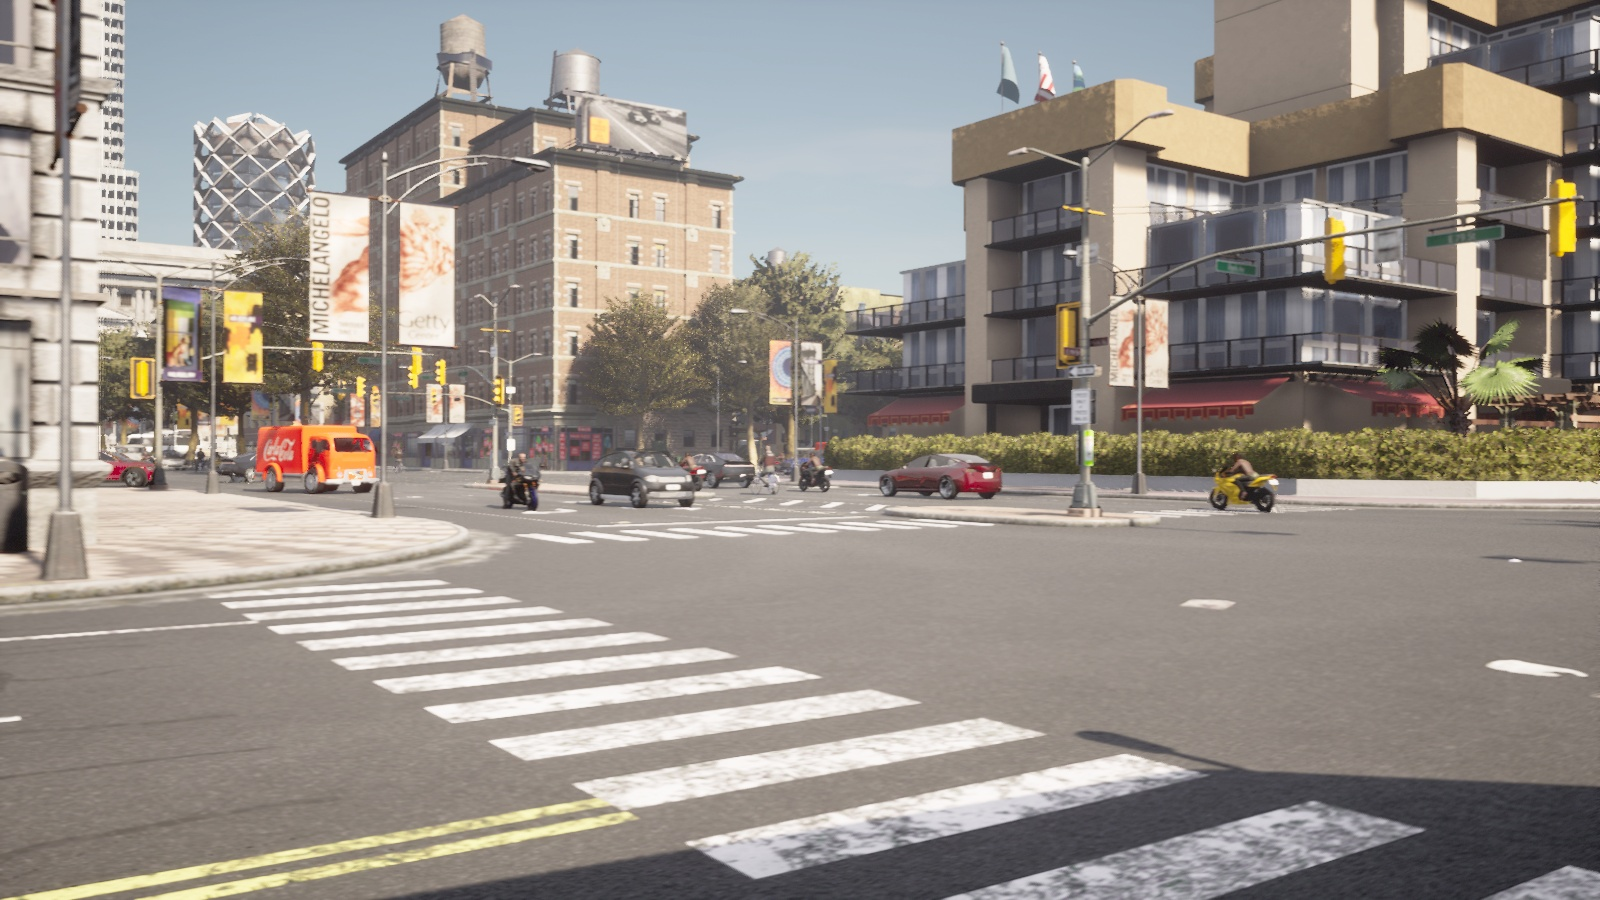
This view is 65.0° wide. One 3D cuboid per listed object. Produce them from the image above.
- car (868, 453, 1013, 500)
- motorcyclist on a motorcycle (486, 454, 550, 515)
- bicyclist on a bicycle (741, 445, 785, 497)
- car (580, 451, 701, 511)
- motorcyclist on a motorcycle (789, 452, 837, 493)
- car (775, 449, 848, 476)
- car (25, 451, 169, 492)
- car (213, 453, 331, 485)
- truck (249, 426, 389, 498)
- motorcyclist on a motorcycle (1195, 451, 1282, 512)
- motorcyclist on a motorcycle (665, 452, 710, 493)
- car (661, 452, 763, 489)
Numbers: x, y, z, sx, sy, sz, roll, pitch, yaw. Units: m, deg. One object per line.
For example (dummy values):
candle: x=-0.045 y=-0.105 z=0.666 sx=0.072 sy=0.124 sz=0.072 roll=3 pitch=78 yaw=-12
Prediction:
car: x=4.607 y=0.838 z=41.899 sx=2.163 sy=1.488 sz=4.792 roll=0 pitch=0 yaw=-35
motorcyclist on a motorcycle: x=-7.397 y=0.876 z=32.898 sx=0.866 sy=1.530 sz=2.191 roll=0 pitch=0 yaw=-35
bicyclist on a bicycle: x=-1.312 y=0.726 z=44.199 sx=0.659 sy=1.776 sz=1.843 roll=0 pitch=0 yaw=-35
car: x=-4.479 y=0.818 z=34.833 sx=1.789 sy=1.549 sz=3.705 roll=0 pitch=0 yaw=-35
motorcyclist on a motorcycle: x=0.481 y=0.843 z=47.722 sx=0.797 sy=1.523 sz=2.044 roll=0 pitch=0 yaw=-35
car: x=0.779 y=0.808 z=84.156 sx=4.553 sy=1.767 sz=2.097 roll=0 pitch=0 yaw=-36
car: x=-29.122 y=0.864 z=52.211 sx=4.856 sy=1.649 sz=2.033 roll=0 pitch=0 yaw=-14
car: x=-25.910 y=0.907 z=61.738 sx=2.128 sy=1.511 sz=4.902 roll=0 pitch=0 yaw=43
truck: x=-17.584 y=0.407 z=45.829 sx=5.204 sy=2.467 sz=2.627 roll=0 pitch=0 yaw=41
motorcyclist on a motorcycle: x=11.305 y=0.783 z=32.438 sx=0.797 sy=1.523 sz=2.044 roll=0 pitch=0 yaw=-34
motorcyclist on a motorcycle: x=-4.346 y=0.855 z=48.480 sx=0.797 sy=1.523 sz=2.044 roll=0 pitch=0 yaw=-35
car: x=-3.829 y=0.841 z=53.747 sx=2.128 sy=1.511 sz=4.902 roll=0 pitch=0 yaw=-35
